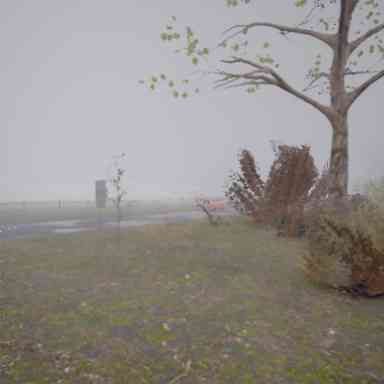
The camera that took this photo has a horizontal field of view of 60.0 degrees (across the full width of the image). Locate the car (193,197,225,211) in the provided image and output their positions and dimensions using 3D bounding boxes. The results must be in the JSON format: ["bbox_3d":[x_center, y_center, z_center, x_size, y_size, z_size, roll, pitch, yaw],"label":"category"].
[{"bbox_3d":[2.074,1.416,39.684,2.097,1.767,4.553,0,0,36],"label":"car"}]
